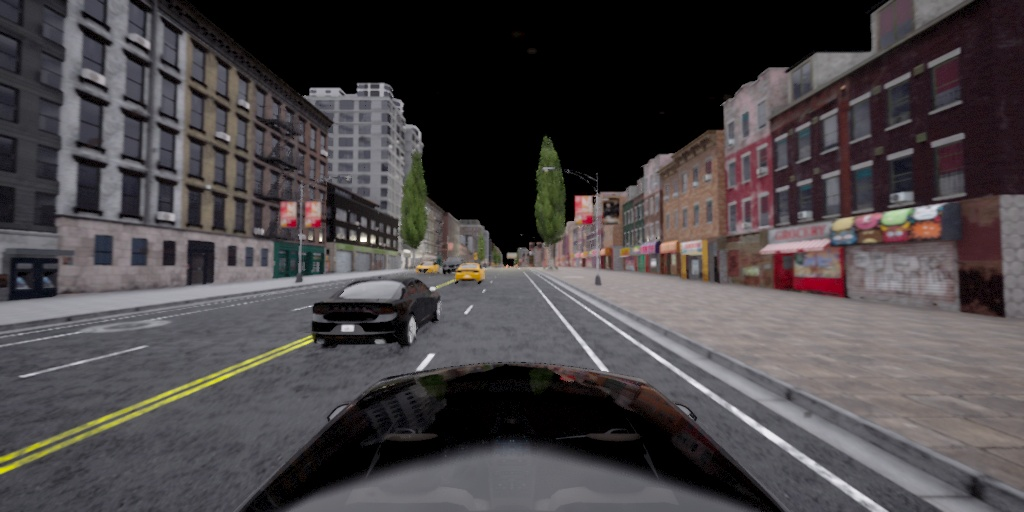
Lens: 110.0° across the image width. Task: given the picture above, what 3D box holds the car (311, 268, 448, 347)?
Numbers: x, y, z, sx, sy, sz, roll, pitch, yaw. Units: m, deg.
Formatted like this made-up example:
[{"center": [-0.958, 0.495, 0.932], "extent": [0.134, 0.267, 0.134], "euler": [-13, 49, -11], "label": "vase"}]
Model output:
[{"center": [-3.152, 1.239, 9.360], "extent": [1.882, 1.535, 5.008], "euler": [0, 0, 0], "label": "car"}]

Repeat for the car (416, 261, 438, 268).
[{"center": [-9.839, 1.388, 41.963], "extent": [1.882, 1.535, 5.008], "euler": [0, -1, 0], "label": "car"}]

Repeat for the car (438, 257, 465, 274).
[{"center": [-6.592, 1.127, 41.510], "extent": [2.150, 2.045, 5.566], "euler": [0, -1, 0], "label": "car"}]

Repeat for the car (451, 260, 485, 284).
[{"center": [-3.154, 1.288, 27.721], "extent": [1.882, 1.535, 5.008], "euler": [0, 0, 0], "label": "car"}]
